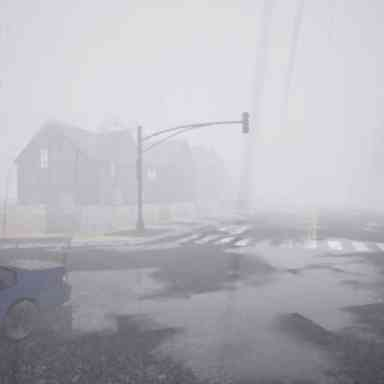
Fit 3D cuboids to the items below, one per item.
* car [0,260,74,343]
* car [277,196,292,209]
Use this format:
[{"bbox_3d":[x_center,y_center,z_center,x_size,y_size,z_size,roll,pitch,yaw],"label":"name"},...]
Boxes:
[{"bbox_3d":[-3.931,1.623,4.232,2.033,1.411,5.357,-1,-1,21],"label":"car"},{"bbox_3d":[15.850,1.651,56.671,2.150,2.045,5.566,-1,-1,21],"label":"car"}]
